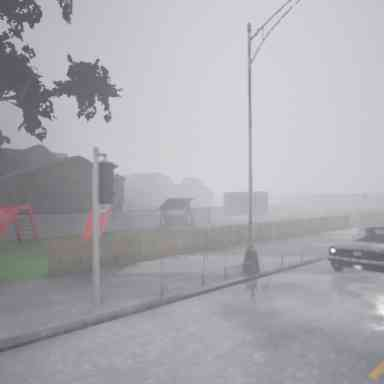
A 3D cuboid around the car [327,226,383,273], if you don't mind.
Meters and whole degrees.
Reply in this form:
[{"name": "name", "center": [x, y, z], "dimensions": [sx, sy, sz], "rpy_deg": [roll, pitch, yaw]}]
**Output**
[{"name": "car", "center": [6.247, 1.830, 10.860], "dimensions": [4.718, 1.301, 1.895], "rpy_deg": [1, -2, -44]}]
